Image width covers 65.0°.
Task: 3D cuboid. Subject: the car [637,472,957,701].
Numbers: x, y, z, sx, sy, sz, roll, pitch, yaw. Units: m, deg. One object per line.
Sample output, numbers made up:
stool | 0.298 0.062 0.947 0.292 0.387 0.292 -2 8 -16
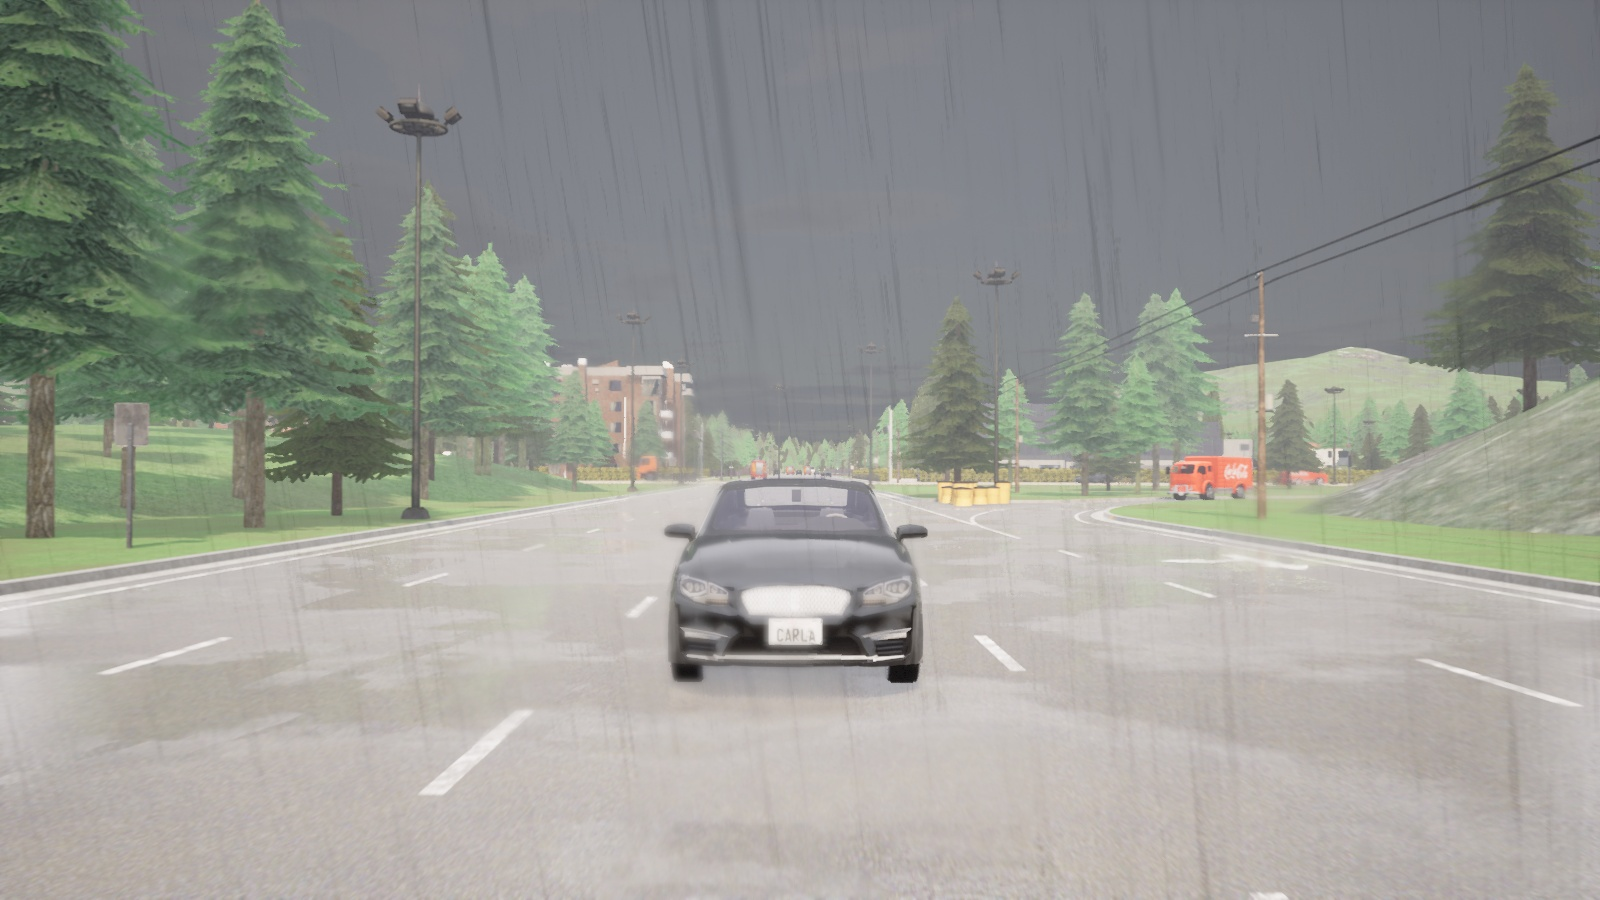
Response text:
car | -0.027 0.952 10.810 2.128 1.511 4.902 0 -1 0

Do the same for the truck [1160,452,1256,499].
truck | 22.717 1.407 69.913 5.204 2.467 2.627 1 -1 -38
